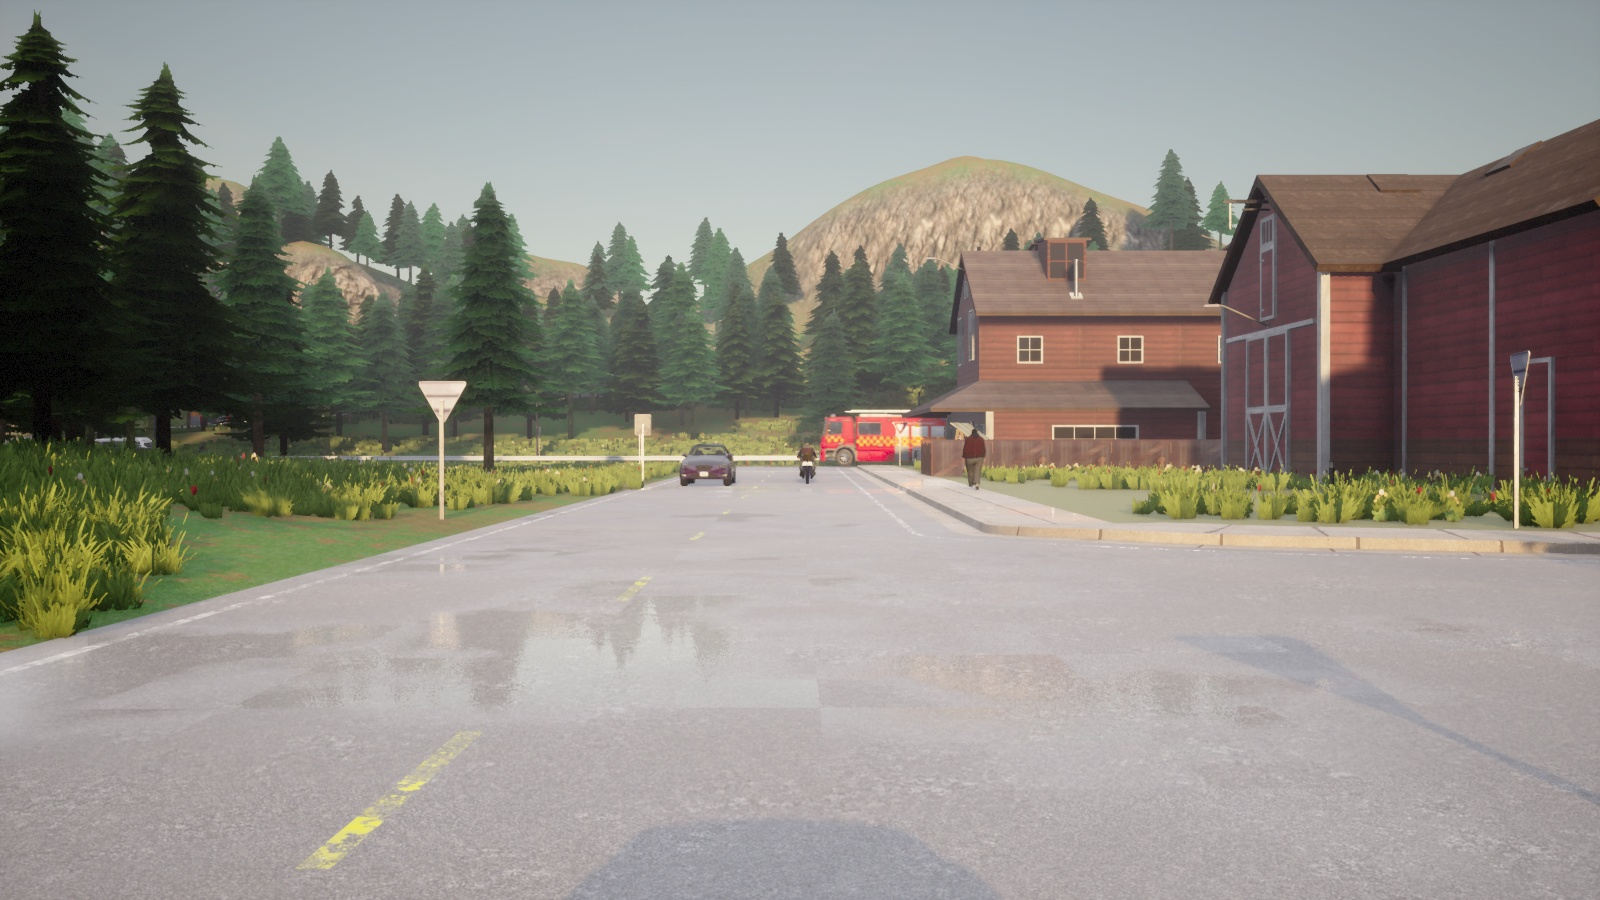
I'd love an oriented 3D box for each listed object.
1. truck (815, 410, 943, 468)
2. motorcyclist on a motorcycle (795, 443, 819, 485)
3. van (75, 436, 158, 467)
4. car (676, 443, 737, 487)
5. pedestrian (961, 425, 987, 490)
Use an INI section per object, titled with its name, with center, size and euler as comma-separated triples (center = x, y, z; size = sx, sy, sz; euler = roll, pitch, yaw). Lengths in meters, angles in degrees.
[truck]
center = 5.332, -0.761, 84.985
size = 8.468, 3.827, 2.891
euler = 0, 0, 4
[motorcyclist on a motorcycle]
center = 0.275, 0.517, 46.852
size = 0.866, 1.530, 2.191
euler = 0, 0, 0
[van]
center = -46.218, 0.093, 84.927
size = 4.480, 2.038, 2.069
euler = 0, 0, 0
[car]
center = -3.239, 0.507, 44.367
size = 1.816, 1.474, 4.193
euler = 0, 0, 0
[pedestrian]
center = 4.976, 0.203, 35.912
size = 0.634, 1.844, 0.899
euler = 0, 0, 1
